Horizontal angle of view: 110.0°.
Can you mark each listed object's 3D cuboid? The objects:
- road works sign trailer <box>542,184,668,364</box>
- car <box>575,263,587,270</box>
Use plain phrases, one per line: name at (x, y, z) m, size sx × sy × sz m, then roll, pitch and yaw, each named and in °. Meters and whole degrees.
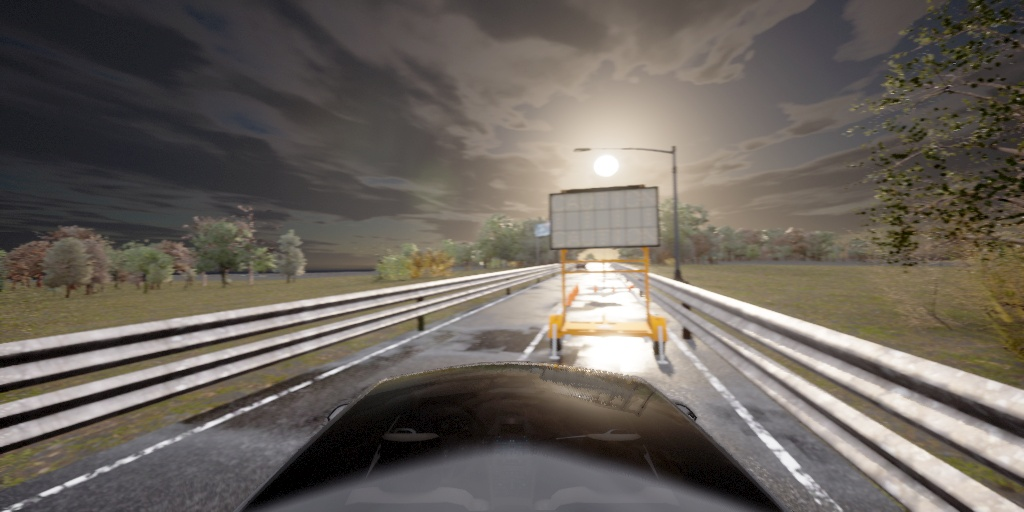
road works sign trailer at (2.152, 0.235, 8.224) m, size 2.380 × 3.560 × 2.880 m, roll 0°, pitch 0°, yaw 14°
car at (11.822, 1.721, 61.148) m, size 1.895 × 1.301 × 4.718 m, roll -2°, pitch -1°, yaw 14°
